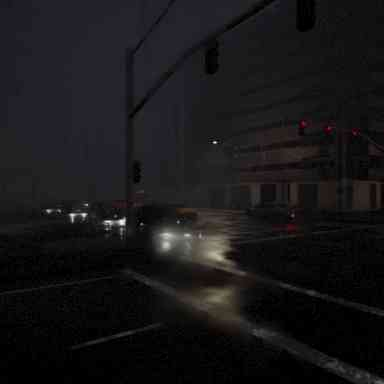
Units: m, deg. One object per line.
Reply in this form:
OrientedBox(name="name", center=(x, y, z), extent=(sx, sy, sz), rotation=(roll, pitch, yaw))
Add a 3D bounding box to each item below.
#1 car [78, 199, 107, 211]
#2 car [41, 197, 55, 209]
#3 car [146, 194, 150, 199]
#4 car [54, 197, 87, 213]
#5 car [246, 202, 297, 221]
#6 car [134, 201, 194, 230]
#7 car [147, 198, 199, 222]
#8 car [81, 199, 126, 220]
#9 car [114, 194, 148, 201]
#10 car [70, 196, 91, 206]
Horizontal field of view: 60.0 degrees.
OrientedBox(name="car", center=(-12.893, 1.603, 42.826), extent=(2.033, 1.411, 5.357), rotation=(0, 0, -35))
OrientedBox(name="car", center=(-19.750, 1.533, 46.503), extent=(1.882, 1.535, 5.008), rotation=(0, 0, -35))
OrientedBox(name="car", center=(-8.006, 1.276, 48.358), extent=(2.150, 2.045, 5.566), rotation=(0, 0, -35))
OrientedBox(name="car", center=(-13.707, 1.603, 37.926), extent=(2.033, 1.411, 5.357), rotation=(0, 0, -35))
OrientedBox(name="car", center=(6.513, 1.581, 27.601), extent=(1.812, 1.442, 4.674), rotation=(0, 0, -34))
OrientedBox(name="car", center=(-2.215, 1.560, 21.721), extent=(1.837, 1.490, 4.892), rotation=(0, 0, -35))
OrientedBox(name="car", center=(-1.443, 1.533, 26.679), extent=(1.882, 1.535, 5.008), rotation=(0, 0, -35))
OrientedBox(name="car", center=(-7.853, 1.603, 29.662), extent=(2.033, 1.411, 5.357), rotation=(0, 0, -35))
OrientedBox(name="car", center=(-6.813, 1.407, 34.245), extent=(2.097, 1.767, 4.553), rotation=(0, 0, -35))
OrientedBox(name="car", center=(-19.845, 1.547, 58.985), extent=(2.128, 1.511, 4.902), rotation=(0, 0, -35))
